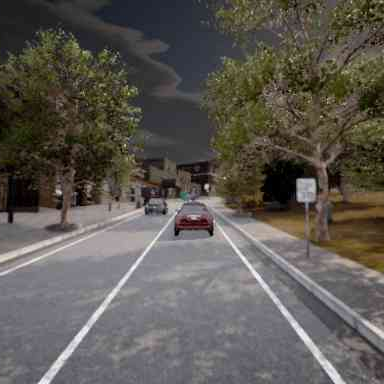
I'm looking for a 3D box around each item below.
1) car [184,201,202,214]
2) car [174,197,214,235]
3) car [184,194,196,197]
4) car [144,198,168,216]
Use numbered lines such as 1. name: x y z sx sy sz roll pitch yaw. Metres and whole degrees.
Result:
1. car: 0.105 1.675 36.706 1.895 1.301 4.718 0 0 0
2. car: 0.102 1.391 19.298 2.097 1.767 4.553 0 0 0
3. car: -0.510 1.389 75.644 2.150 2.045 5.566 -1 0 12
4. car: -3.585 1.421 33.992 2.097 1.767 4.553 0 0 0
